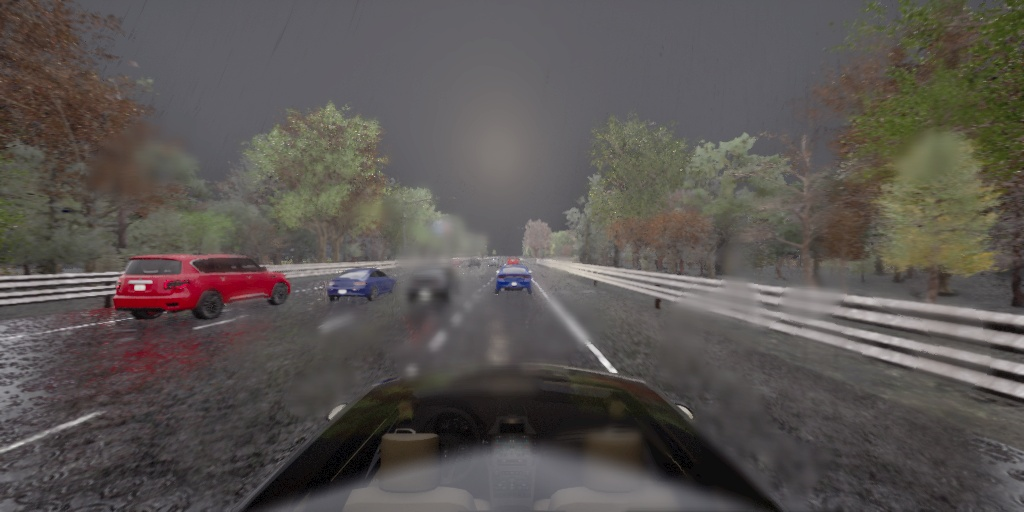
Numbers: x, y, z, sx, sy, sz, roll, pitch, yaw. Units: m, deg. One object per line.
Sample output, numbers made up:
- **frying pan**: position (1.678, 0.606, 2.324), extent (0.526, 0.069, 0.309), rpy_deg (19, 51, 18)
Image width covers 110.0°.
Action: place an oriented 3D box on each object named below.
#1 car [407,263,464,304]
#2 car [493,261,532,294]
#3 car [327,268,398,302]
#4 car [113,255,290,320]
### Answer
- **car**: position (-3.388, 1.263, 16.464), extent (1.837, 1.490, 4.892), rpy_deg (0, 0, 0)
- **car**: position (0.115, 1.241, 20.336), extent (1.882, 1.535, 5.008), rpy_deg (0, 0, 0)
- **car**: position (-6.888, 1.284, 16.881), extent (1.812, 1.442, 4.674), rpy_deg (0, 0, 0)
- **car**: position (-10.395, 0.976, 12.698), extent (2.150, 2.045, 5.566), rpy_deg (0, 0, 0)
